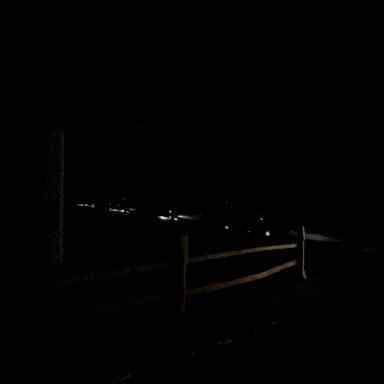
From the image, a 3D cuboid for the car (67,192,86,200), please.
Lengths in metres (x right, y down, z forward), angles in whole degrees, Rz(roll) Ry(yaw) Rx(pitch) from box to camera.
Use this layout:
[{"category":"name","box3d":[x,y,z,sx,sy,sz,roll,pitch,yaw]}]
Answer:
[{"category":"car","box3d":[-20.245,0.670,58.162,1.895,1.301,4.718,1,1,-35]}]

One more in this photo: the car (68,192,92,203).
[{"category":"car","box3d":[-14.964,0.762,45.501,1.837,1.490,4.892,1,1,-34]}]

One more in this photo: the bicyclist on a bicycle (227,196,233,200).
[{"category":"bicyclist on a bicycle","box3d":[3.381,1.137,29.588,1.656,1.620,0.582,0,1,-35]}]

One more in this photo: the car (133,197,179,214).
[{"category":"car","box3d":[-3.243,1.139,28.633,2.033,1.411,5.357,1,1,-35]}]

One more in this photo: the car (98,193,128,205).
[{"category":"car","box3d":[-10.670,0.886,44.424,2.033,1.411,5.357,1,1,-35]}]

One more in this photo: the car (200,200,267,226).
[{"category":"car","box3d":[2.446,1.245,20.501,2.128,1.511,4.902,1,1,-35]}]

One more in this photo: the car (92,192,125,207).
[{"category":"car","box3d":[-9.033,0.778,36.943,2.097,1.767,4.553,1,1,-35]}]
